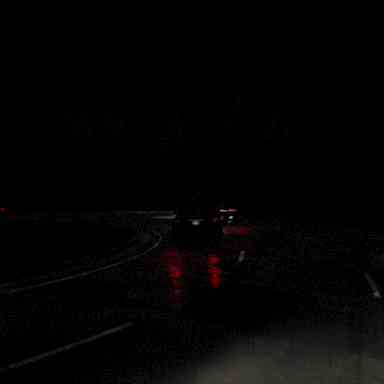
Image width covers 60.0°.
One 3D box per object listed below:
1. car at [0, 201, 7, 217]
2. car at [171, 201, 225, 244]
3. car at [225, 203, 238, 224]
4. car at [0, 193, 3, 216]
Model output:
[{"bbox_3d":[-17.748,1.536,27.662,4.181,1.385,1.994,0,0,-22],"label":"car"},{"bbox_3d":[0.174,1.295,15.652,2.097,1.767,4.553,-1,0,0],"label":"car"},{"bbox_3d":[1.173,1.402,23.200,2.128,1.511,4.902,0,0,-32],"label":"car"},{"bbox_3d":[-20.482,1.190,30.198,5.566,2.045,2.150,-1,0,-25],"label":"car"}]
